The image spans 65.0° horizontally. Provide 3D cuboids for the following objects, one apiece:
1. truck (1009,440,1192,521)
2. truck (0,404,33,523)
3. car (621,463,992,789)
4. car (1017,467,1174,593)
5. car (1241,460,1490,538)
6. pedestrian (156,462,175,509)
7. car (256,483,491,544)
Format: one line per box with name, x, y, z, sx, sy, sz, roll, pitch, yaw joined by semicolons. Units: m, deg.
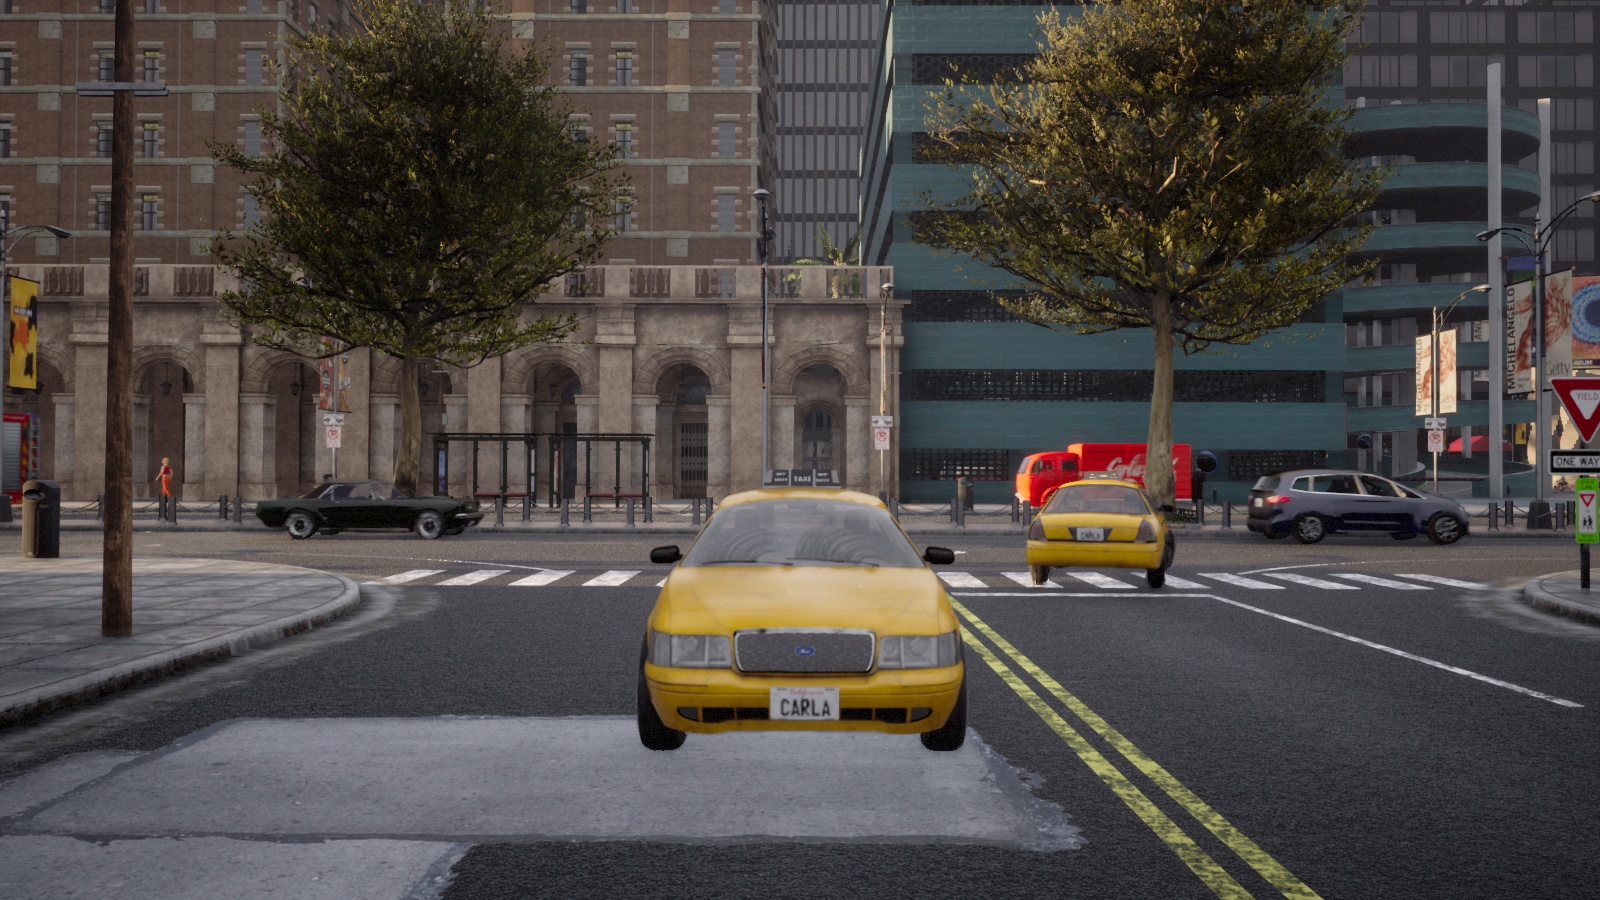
truck;9.456;0.959;39.920;5.204;2.467;2.627;0;-1;1
truck;-29.841;0.447;40.473;8.468;3.827;2.891;0;-1;1
car;0.019;0.902;8.799;1.801;1.575;5.366;0;-1;0
car;4.492;1.046;18.502;1.801;1.575;5.366;0;-1;18
car;12.655;1.084;28.370;4.611;1.667;2.242;0;-1;1
pedestrian;-25.082;1.403;49.646;0.594;1.836;0.345;0;-1;7
car;-9.643;1.434;28.674;4.718;1.301;1.895;0;-1;1
